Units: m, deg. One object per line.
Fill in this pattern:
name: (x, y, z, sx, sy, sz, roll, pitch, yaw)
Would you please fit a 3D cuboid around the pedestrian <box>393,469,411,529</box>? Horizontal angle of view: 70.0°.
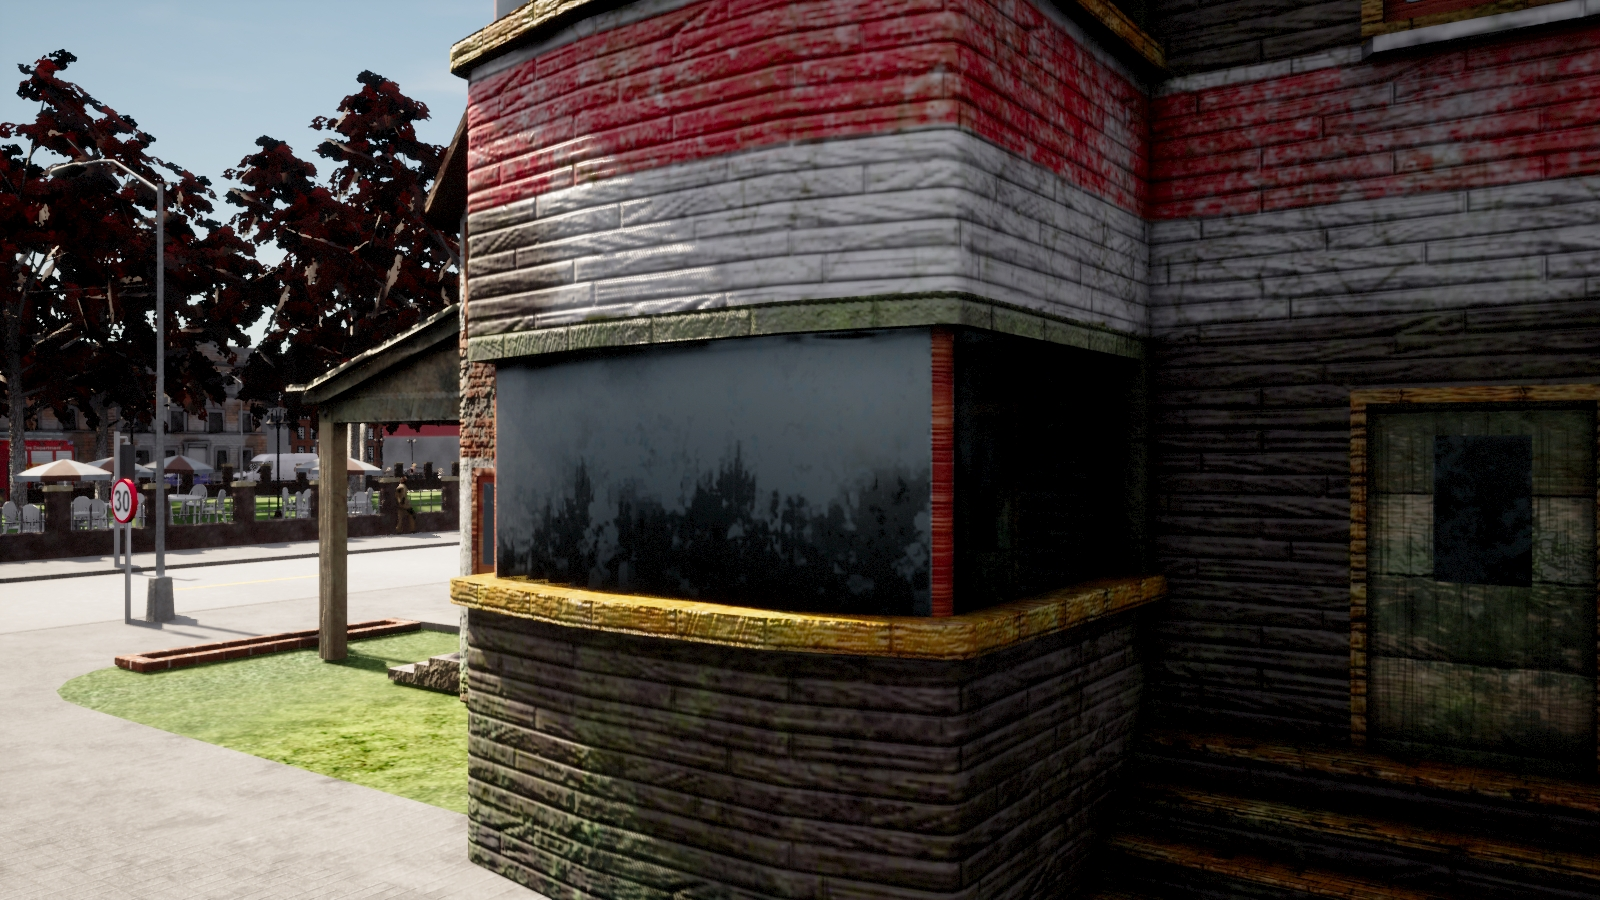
pedestrian: (-12.487, 1.525, 35.853, 0.375, 1.860, 0.375, 0, 0, 35)
